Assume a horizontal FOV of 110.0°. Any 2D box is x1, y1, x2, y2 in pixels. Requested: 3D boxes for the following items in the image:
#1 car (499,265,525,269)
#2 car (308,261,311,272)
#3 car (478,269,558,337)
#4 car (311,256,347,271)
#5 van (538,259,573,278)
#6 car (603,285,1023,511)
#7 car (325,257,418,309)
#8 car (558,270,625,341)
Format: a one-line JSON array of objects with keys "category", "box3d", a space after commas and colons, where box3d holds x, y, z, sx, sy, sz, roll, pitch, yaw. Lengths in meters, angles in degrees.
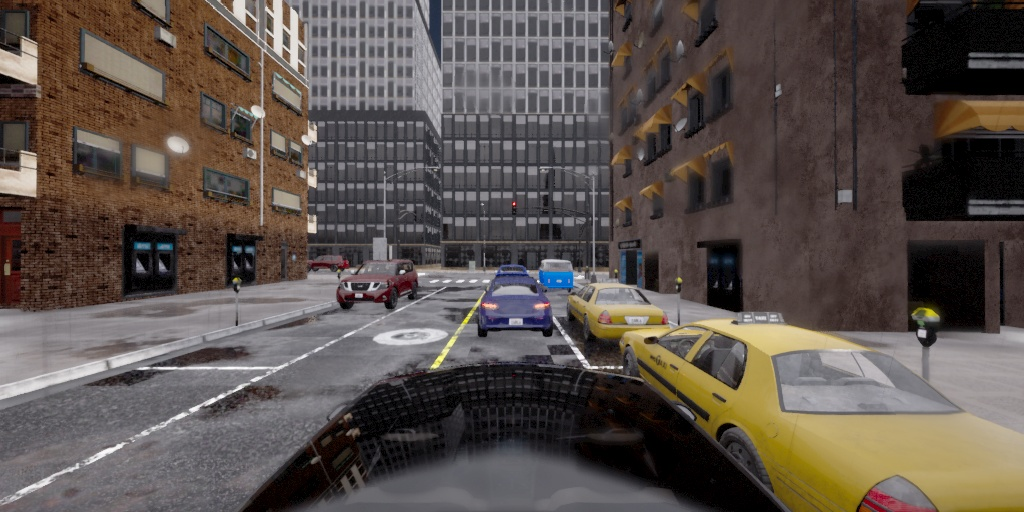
[{"category": "car", "box3d": [0.007, 1.232, 20.424, 1.882, 1.535, 5.008, 0, 0, 0]}, {"category": "car", "box3d": [-21.007, 1.083, 32.442, 4.207, 1.307, 1.802, 0, 0, -1]}, {"category": "car", "box3d": [0.061, 1.277, 10.163, 1.812, 1.442, 4.674, 0, 0, -1]}, {"category": "car", "box3d": [-21.095, 0.862, 40.581, 5.009, 1.841, 2.192, 0, 0, -1]}, {"category": "van", "box3d": [2.468, 1.095, 20.755, 1.690, 1.789, 3.998, 0, 0, 0]}, {"category": "car", "box3d": [2.565, 1.275, 4.005, 1.751, 1.417, 4.829, 0, 0, 0]}, {"category": "car", "box3d": [-5.379, 1.067, 15.070, 2.192, 1.841, 5.009, 0, 0, 0]}, {"category": "car", "box3d": [2.532, 1.277, 9.645, 1.751, 1.417, 4.829, 0, 0, 0]}]
